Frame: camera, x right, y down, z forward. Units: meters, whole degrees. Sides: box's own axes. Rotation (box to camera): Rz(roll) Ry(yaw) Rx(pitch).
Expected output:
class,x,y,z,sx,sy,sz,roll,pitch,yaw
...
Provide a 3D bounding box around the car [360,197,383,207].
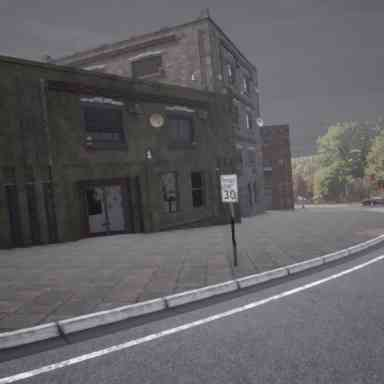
class,x,y,z,sx,sy,sz,roll,pitch,yaw
car,28.695,1.485,52.851,1.882,1.535,5.008,-5,-2,-1

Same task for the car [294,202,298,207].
class,x,y,z,sx,sy,sz,roll,pitch,yaw
car,22.819,2.863,77.456,1.882,1.535,5.008,-5,-2,-8
